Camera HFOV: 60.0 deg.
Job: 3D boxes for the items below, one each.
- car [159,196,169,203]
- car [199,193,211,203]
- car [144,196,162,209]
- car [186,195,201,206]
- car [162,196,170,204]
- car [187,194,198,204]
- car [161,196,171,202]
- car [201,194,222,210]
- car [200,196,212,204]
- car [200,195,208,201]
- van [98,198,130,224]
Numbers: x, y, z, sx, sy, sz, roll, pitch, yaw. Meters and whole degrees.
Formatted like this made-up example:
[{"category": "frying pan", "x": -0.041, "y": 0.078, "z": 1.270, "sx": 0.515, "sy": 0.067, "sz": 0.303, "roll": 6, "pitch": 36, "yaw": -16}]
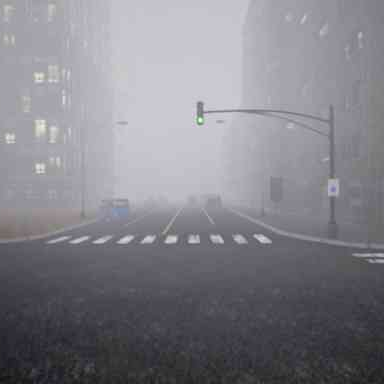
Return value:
[{"category": "car", "x": -5.755, "y": 1.544, "z": 68.947, "sx": 1.752, "sy": 1.417, "sz": 4.829, "roll": -1, "pitch": 0, "yaw": 0}, {"category": "car", "x": 2.622, "y": 1.231, "z": 69.124, "sx": 2.192, "sy": 1.841, "sz": 5.009, "roll": -1, "pitch": 0, "yaw": 0}, {"category": "car", "x": -5.737, "y": 1.550, "z": 46.743, "sx": 1.752, "sy": 1.417, "sz": 4.829, "roll": -1, "pitch": 0, "yaw": 0}, {"category": "car", "x": 0.045, "y": 1.477, "z": 53.094, "sx": 1.812, "sy": 1.442, "sz": 4.674, "roll": -1, "pitch": 0, "yaw": 0}, {"category": "car", "x": -5.751, "y": 1.460, "z": 63.566, "sx": 1.967, "sy": 1.590, "sz": 4.097, "roll": -1, "pitch": 0, "yaw": 0}, {"category": "car", "x": 0.038, "y": 1.300, "z": 64.245, "sx": 2.097, "sy": 1.767, "sz": 4.553, "roll": -1, "pitch": 0, "yaw": 0}, {"category": "car", "x": -5.758, "y": 1.569, "z": 74.668, "sx": 2.008, "sy": 1.369, "sz": 4.403, "roll": -1, "pitch": 0, "yaw": 0}, {"category": "car", "x": 2.644, "y": 1.239, "z": 41.370, "sx": 2.192, "sy": 1.841, "sz": 5.009, "roll": -1, "pitch": 0, "yaw": 0}, {"category": "car", "x": 2.630, "y": 1.467, "z": 63.573, "sx": 2.008, "sy": 1.369, "sz": 4.403, "roll": -1, "pitch": 0, "yaw": 0}, {"category": "car", "x": 2.925, "y": 1.417, "z": 84.289, "sx": 1.837, "sy": 1.490, "sz": 4.892, "roll": -1, "pitch": 0, "yaw": 0}, {"category": "van", "x": -5.723, "y": 1.376, "z": 24.710, "sx": 1.690, "sy": 1.788, "sz": 3.998, "roll": -1, "pitch": 0, "yaw": 0}]
